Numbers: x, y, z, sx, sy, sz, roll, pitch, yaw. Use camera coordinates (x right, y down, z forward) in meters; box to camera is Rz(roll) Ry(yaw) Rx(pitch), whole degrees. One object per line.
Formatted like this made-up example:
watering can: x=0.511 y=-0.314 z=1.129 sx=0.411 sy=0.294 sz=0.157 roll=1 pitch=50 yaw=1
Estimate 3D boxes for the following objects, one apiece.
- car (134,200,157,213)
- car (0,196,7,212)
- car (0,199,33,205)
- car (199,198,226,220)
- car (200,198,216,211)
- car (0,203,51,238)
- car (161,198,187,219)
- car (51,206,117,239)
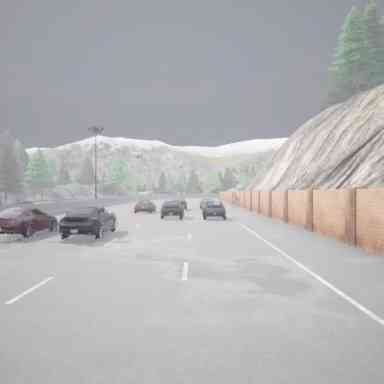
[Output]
car: x=-5.120 y=1.564 z=36.775 sx=1.994 sy=1.385 sz=4.181 roll=0 pitch=0 yaw=0
car: x=-22.720 y=1.372 z=36.740 sx=2.097 sy=1.767 sz=4.553 roll=0 pitch=0 yaw=0
car: x=-19.220 y=1.528 z=36.682 sx=2.128 sy=1.511 sz=4.902 roll=0 pitch=0 yaw=0
car: x=1.816 y=1.491 z=28.526 sx=2.128 sy=1.511 sz=4.902 roll=0 pitch=0 yaw=0
car: x=1.919 y=1.526 z=41.892 sx=1.812 sy=1.442 sz=4.674 roll=0 pitch=0 yaw=1
car: x=-8.773 y=1.526 z=17.445 sx=1.812 sy=1.442 sz=4.674 roll=0 pitch=0 yaw=0
car: x=-1.677 y=1.505 z=29.370 sx=1.837 sy=1.490 sz=4.892 roll=0 pitch=0 yaw=0
car: x=-5.273 y=1.505 z=17.360 sx=1.837 sy=1.490 sz=4.892 roll=0 pitch=0 yaw=0
